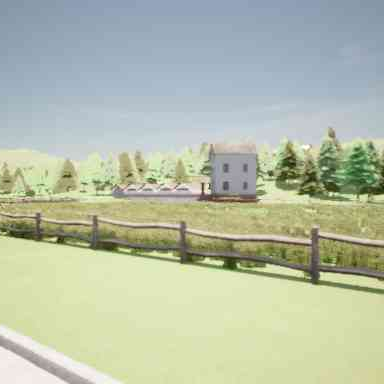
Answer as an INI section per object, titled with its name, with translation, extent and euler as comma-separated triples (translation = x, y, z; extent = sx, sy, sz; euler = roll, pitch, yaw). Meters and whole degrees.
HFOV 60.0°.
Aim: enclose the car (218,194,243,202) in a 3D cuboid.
[car]
translation = 7.074, 1.267, 61.020
extent = 4.605, 1.855, 1.932
euler = 0, 0, 35
